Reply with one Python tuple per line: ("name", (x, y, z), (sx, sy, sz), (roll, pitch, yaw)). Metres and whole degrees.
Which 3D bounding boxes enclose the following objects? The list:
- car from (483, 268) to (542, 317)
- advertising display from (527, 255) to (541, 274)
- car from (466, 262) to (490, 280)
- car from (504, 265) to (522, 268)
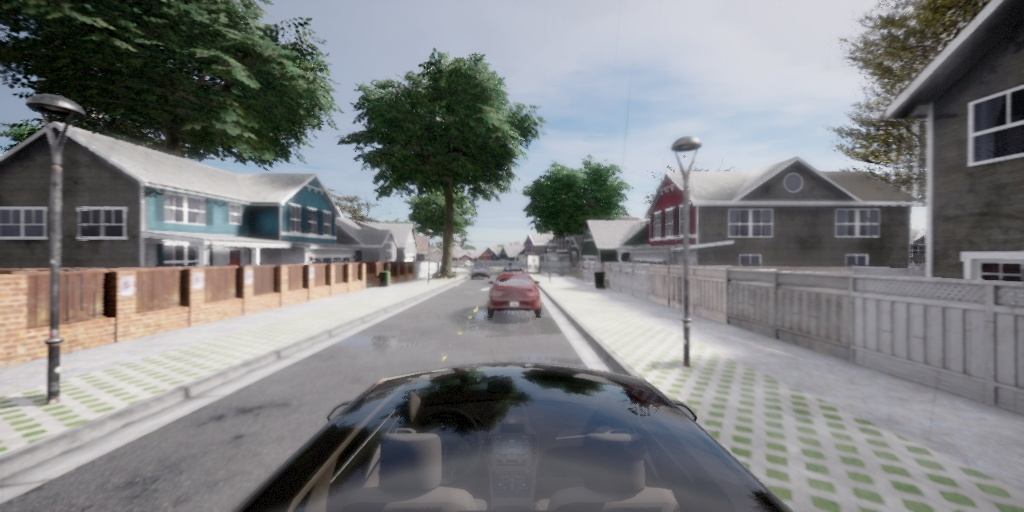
("car", (0.079, 1.358, 13.476), (1.812, 1.442, 4.674), (0, 0, 0))
("advertising display", (2.583, 1.118, 43.545), (1.540, 2.440, 0.280), (0, 0, -4))
("car", (-2.972, 1.564, 35.358), (2.033, 1.411, 5.357), (0, -1, -1))
("car", (0.055, 1.455, 29.510), (2.128, 1.511, 4.902), (0, -1, 0))
